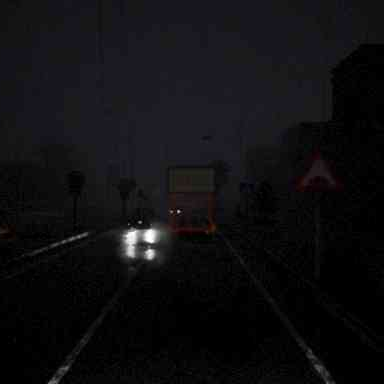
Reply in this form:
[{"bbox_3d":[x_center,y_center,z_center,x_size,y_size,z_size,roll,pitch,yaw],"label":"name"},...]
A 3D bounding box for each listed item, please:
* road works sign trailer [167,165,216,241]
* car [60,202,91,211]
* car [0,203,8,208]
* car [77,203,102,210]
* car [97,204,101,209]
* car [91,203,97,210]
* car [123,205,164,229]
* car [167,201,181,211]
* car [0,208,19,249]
[{"bbox_3d":[-0.015,0.475,16.611,2.380,3.560,2.880,0,-1,0],"label":"road works sign trailer"},{"bbox_3d":[-21.781,2.733,61.218,4.674,1.452,2.002,0,-2,0],"label":"car"},{"bbox_3d":[-21.871,1.986,33.722,4.674,1.452,2.002,0,-2,0],"label":"car"},{"bbox_3d":[-21.736,2.997,70.912,4.674,1.452,2.002,0,-2,0],"label":"car"},{"bbox_3d":[-21.759,2.871,67.766,5.008,1.535,2.097,0,-2,0],"label":"car"},{"bbox_3d":[-21.763,2.783,64.494,4.892,1.521,2.231,0,-2,0],"label":"car"},{"bbox_3d":[-3.314,1.784,23.172,1.994,1.385,4.181,0,-1,0],"label":"car"},{"bbox_3d":[-3.084,2.861,63.786,2.033,1.411,5.357,0,-2,1],"label":"car"},{"bbox_3d":[-9.362,1.511,12.336,5.366,1.575,1.946,0,-1,0],"label":"car"}]
